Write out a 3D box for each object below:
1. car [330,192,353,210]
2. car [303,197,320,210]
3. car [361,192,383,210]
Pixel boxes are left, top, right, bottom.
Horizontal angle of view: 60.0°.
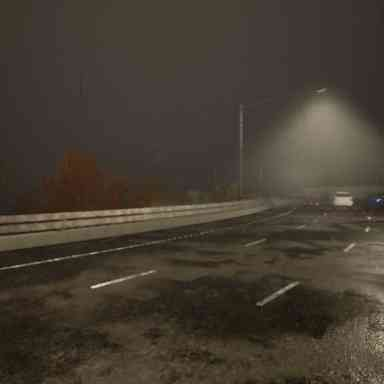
[{"bbox_3d":[18.328,1.026,40.895,2.150,2.045,5.566,0,0,19],"label":"car"},{"bbox_3d":[14.295,1.345,39.934,2.033,1.411,5.357,0,0,20],"label":"car"},{"bbox_3d":[21.465,1.045,39.318,2.150,2.045,5.566,0,0,19],"label":"car"}]
